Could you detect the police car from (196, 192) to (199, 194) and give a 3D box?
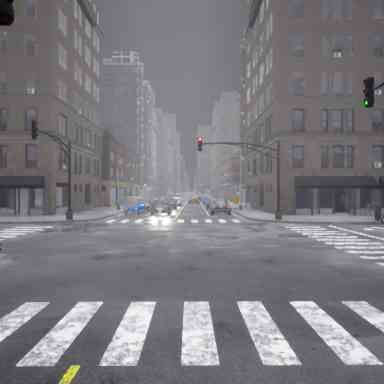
[{"bbox_3d":[1.065,1.416,79.427,1.930,1.638,5.238,0,0,-1],"label":"police car"}]

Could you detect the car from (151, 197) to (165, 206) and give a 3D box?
[{"bbox_3d":[-5.670,1.564,56.031,1.947,1.339,4.313,0,0,0],"label":"car"}]

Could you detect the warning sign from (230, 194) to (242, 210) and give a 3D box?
[{"bbox_3d":[5.200,1.115,39.317,1.300,1.860,1.060,0,0,0],"label":"warning sign"}]

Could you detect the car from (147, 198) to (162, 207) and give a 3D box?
[{"bbox_3d":[-5.689,1.581,50.363,1.802,1.307,4.206,0,0,0],"label":"car"}]

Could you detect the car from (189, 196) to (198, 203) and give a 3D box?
[{"bbox_3d":[0.293,1.596,69.719,1.895,1.301,4.718,0,0,1],"label":"car"}]

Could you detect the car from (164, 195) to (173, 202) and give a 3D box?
[{"bbox_3d":[-5.593,1.516,78.534,1.752,1.417,4.829,0,0,0],"label":"car"}]

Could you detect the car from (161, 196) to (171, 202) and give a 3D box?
[{"bbox_3d":[-5.612,1.538,73.035,1.887,1.381,4.507,0,0,0],"label":"car"}]

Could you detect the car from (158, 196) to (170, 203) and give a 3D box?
[{"bbox_3d":[-5.631,1.562,67.367,1.947,1.339,4.313,0,0,0],"label":"car"}]

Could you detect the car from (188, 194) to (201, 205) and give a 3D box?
[{"bbox_3d":[0.302,1.524,59.473,1.812,1.442,4.674,0,0,1],"label":"car"}]

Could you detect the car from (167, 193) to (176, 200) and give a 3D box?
[{"bbox_3d":[-5.554,1.300,90.040,2.192,1.841,5.009,0,0,0],"label":"car"}]

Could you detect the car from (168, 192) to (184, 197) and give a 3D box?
[{"bbox_3d":[-2.903,1.220,54.473,2.150,2.045,5.566,0,0,0],"label":"car"}]

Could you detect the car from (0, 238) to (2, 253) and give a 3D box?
[{"bbox_3d":[-8.646,1.342,10.579,4.553,1.767,2.097,0,0,0],"label":"car"}]

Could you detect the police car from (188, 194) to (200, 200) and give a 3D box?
[{"bbox_3d":[0.596,1.408,95.351,1.930,1.638,5.238,0,0,-16],"label":"police car"}]

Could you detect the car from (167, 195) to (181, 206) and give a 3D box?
[{"bbox_3d":[-2.952,1.491,43.743,2.128,1.511,4.902,0,0,0],"label":"car"}]

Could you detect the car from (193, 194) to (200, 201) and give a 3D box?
[{"bbox_3d":[1.090,1.441,89.522,1.801,1.575,5.366,0,0,0],"label":"car"}]

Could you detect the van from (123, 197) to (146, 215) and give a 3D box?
[{"bbox_3d":[-5.747,1.341,33.358,1.690,1.788,3.998,0,0,0],"label":"van"}]

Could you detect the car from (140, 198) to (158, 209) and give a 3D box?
[{"bbox_3d":[-5.708,1.566,44.694,1.947,1.339,4.313,0,0,0],"label":"car"}]

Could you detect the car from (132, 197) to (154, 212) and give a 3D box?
[{"bbox_3d":[-5.728,1.440,39.026,1.967,1.590,4.097,0,0,0],"label":"car"}]

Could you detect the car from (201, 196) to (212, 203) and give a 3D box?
[{"bbox_3d":[2.895,1.546,67.346,2.008,1.369,4.403,0,0,0],"label":"car"}]

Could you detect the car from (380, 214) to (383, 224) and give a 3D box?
[{"bbox_3d":[14.356,1.518,20.678,4.892,1.490,1.837,0,0,0],"label":"car"}]

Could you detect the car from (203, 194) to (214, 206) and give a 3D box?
[{"bbox_3d":[2.817,1.440,44.669,1.967,1.590,4.097,0,0,0],"label":"car"}]

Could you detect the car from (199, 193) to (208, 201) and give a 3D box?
[{"bbox_3d":[2.952,1.303,84.354,2.192,1.841,5.009,0,0,0],"label":"car"}]

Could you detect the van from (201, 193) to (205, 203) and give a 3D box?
[{"bbox_3d":[2.855,1.340,56.007,1.690,1.788,3.998,0,0,0],"label":"van"}]

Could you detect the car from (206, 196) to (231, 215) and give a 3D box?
[{"bbox_3d":[2.778,1.440,33.331,1.967,1.590,4.097,0,0,0],"label":"car"}]

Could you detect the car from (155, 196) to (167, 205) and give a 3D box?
[{"bbox_3d":[-5.651,1.523,61.529,1.752,1.417,4.829,0,0,0],"label":"car"}]

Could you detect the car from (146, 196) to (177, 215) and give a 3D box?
[{"bbox_3d":[-2.992,1.491,33.498,2.128,1.511,4.902,0,0,0],"label":"car"}]
